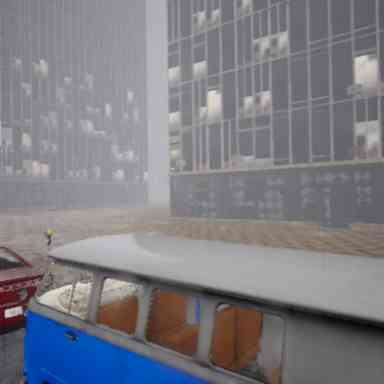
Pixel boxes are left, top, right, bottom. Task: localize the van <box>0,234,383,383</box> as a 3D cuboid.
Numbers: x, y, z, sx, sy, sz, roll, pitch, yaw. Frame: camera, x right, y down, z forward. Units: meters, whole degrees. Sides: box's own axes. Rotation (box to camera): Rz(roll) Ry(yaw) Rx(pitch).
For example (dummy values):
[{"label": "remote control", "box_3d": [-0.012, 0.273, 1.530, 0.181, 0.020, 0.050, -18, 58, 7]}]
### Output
[{"label": "van", "box_3d": [0.214, 1.342, 2.744, 3.998, 1.788, 1.690, 0, -1, 35]}]
